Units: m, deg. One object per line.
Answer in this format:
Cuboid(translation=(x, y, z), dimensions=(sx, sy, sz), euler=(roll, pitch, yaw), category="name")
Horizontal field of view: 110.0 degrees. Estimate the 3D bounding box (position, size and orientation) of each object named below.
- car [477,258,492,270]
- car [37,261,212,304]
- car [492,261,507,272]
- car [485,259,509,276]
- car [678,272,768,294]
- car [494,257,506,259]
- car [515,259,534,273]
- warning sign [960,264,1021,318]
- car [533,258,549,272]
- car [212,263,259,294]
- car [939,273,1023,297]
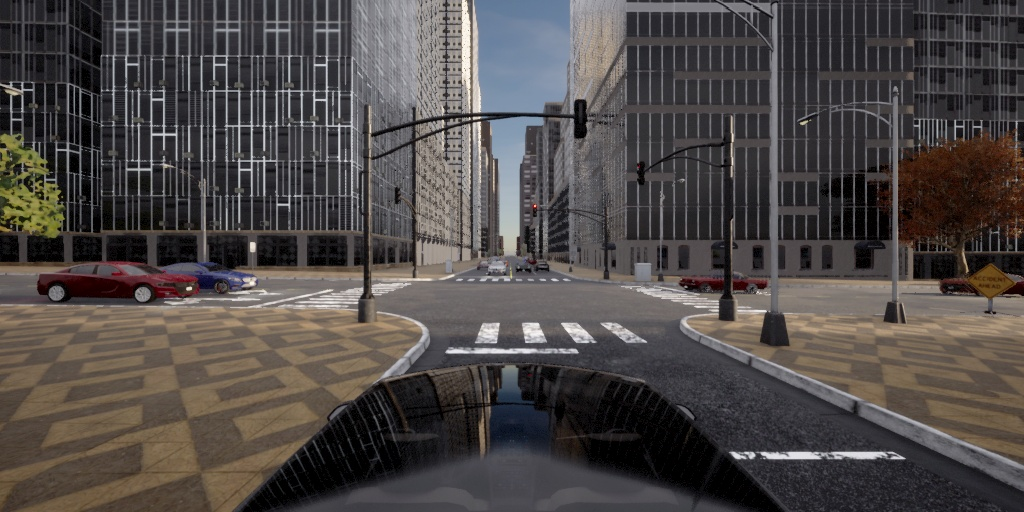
Cuboid(translation=(-4.113, 1.342, 52.197), dimensions=(1.802, 1.307, 4.207), euler=(0, 0, 0), category="car")
Cuboid(translation=(-15.286, 0.973, 14.124), dimensions=(5.008, 1.535, 1.882), euler=(1, 0, -2), category="car")
Cuboid(translation=(-1.619, 1.363, 48.284), dimensions=(1.895, 1.301, 4.718), euler=(0, 0, 0), category="car")
Cuboid(translation=(-1.560, 1.292, 38.321), dimensions=(1.812, 1.442, 4.674), euler=(0, 0, 0), category="car")
Cuboid(translation=(12.930, 1.609, 22.193), dimensions=(4.718, 1.301, 1.895), euler=(1, 0, -3), category="car")
Cuboid(translation=(-1.682, 1.104, 63.499), dimensions=(2.097, 1.767, 4.553), euler=(0, 0, 0), category="car")
Cuboid(translation=(1.348, 1.365, 44.314), dimensions=(1.895, 1.301, 4.718), euler=(0, 0, 0), category="car")
Cuboid(translation=(17.258, 1.204, 12.940), dimensions=(1.060, 1.860, 1.300), euler=(0, 0, -3), category="warning sign")
Cuboid(translation=(3.850, 1.329, 46.719), dimensions=(1.948, 1.339, 4.313), euler=(0, 0, 0), category="car")
Cuboid(translation=(-14.975, 1.026, 17.396), dimensions=(4.674, 1.442, 1.812), euler=(1, 0, -1), category="car")
Cuboid(translation=(30.545, 1.802, 23.038), dimensions=(5.008, 1.535, 1.882), euler=(1, 0, -3), category="car")
